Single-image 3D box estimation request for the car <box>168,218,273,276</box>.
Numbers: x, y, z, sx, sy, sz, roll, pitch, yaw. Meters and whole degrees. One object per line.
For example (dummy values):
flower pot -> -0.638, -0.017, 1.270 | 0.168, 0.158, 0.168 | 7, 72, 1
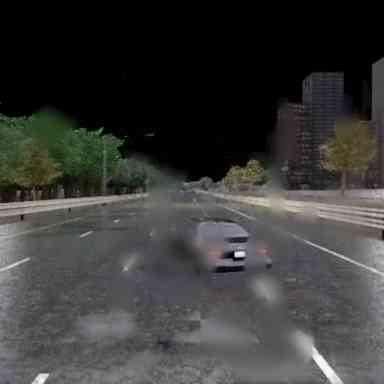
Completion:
car -> 0.558, 1.507, 10.282 | 2.033, 1.411, 5.357 | 0, 0, -13
